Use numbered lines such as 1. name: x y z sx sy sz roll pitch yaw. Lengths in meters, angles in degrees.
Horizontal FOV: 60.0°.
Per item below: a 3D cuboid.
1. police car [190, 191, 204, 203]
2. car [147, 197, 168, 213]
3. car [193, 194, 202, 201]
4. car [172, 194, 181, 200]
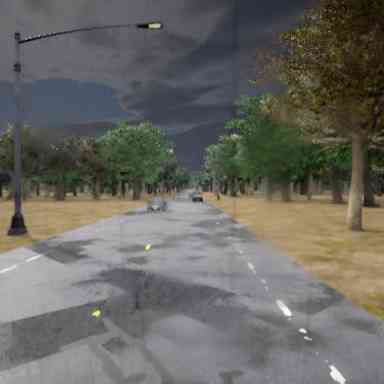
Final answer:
1. police car: 1.074 1.104 60.683 1.930 1.638 5.238 0 0 0
2. car: -3.579 1.320 34.852 2.128 1.511 4.902 0 0 0
3. car: 1.079 1.119 70.577 1.837 1.490 4.892 0 0 0
4. car: -3.469 1.170 75.918 1.895 1.301 4.718 0 0 0
